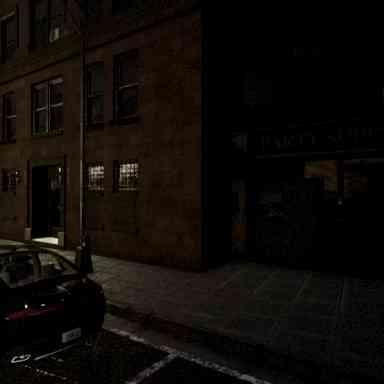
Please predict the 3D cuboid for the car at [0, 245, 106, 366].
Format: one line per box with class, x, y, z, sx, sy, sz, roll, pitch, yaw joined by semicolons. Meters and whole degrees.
car;-3.274;1.551;5.434;4.403;1.369;2.008;0;0;36
